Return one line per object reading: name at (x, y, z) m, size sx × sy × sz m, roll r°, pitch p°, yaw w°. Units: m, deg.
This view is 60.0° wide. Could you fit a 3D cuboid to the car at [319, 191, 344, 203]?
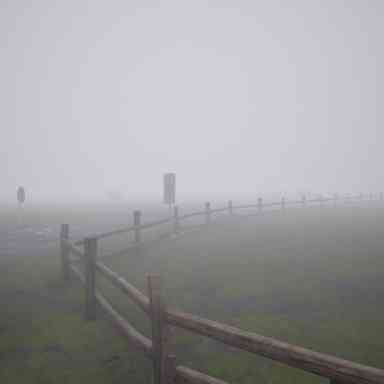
car at (19.560, 0.671, 46.615) m, size 5.008 × 1.535 × 1.882 m, roll -1°, pitch 1°, yaw -43°
